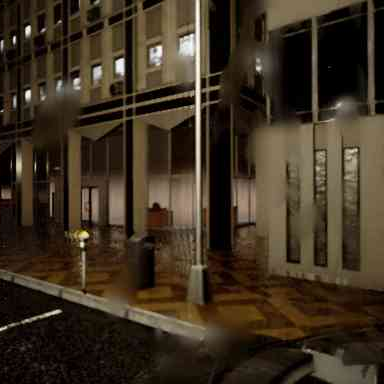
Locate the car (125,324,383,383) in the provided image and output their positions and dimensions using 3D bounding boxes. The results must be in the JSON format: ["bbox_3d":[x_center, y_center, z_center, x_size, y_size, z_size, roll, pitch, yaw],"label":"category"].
[{"bbox_3d":[1.345,1.566,1.922,4.313,1.339,1.947,0,0,36],"label":"car"}]
